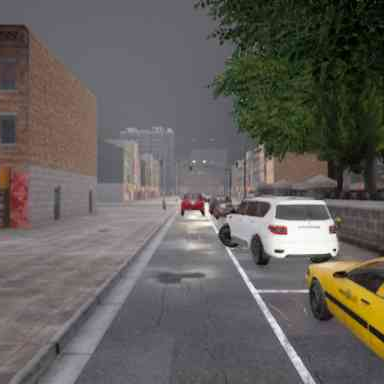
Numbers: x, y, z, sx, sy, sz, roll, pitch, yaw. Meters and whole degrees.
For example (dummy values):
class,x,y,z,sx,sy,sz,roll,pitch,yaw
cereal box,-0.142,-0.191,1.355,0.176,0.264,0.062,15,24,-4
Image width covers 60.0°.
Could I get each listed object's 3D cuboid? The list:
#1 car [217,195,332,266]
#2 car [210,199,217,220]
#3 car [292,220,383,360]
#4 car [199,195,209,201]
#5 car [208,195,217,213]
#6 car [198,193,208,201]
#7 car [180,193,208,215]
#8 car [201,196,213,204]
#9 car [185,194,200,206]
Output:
class,x,y,z,sx,sy,sz,roll,pitch,yaw
car,2.703,1.167,11.558,2.150,2.045,5.566,0,0,-9
car,2.647,1.468,26.419,1.802,1.307,4.206,1,0,0
car,3.025,1.436,4.189,1.801,1.575,5.366,0,0,0
car,2.647,1.319,74.610,1.887,1.381,4.507,1,0,0
car,2.650,1.182,31.867,2.192,1.841,5.009,1,0,0
car,2.649,1.084,80.047,2.192,1.841,5.009,1,0,0
car,0.083,1.083,31.724,2.150,2.045,5.566,0,-1,0
car,2.647,1.344,58.298,1.887,1.381,4.507,1,0,0
car,0.091,1.173,51.380,2.097,1.767,4.553,0,0,0
